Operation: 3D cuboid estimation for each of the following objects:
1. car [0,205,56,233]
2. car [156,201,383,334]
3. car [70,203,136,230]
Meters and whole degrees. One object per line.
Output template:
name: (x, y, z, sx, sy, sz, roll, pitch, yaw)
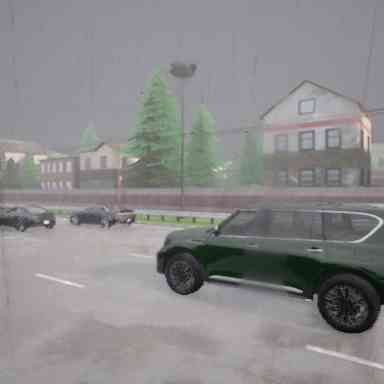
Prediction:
car: (-9.882, 1.493, 19.614, 4.674, 1.442, 1.812, 0, 0, 35)
car: (1.807, 1.218, 7.001, 5.566, 2.045, 2.150, 0, 0, 35)
car: (-5.689, 1.463, 20.942, 4.902, 1.511, 2.128, 0, 0, 35)
